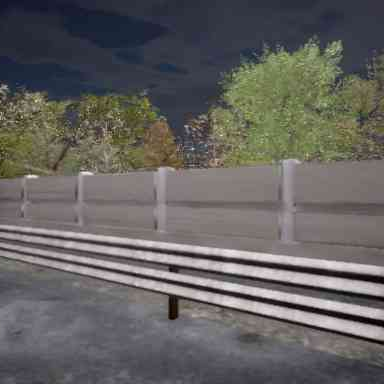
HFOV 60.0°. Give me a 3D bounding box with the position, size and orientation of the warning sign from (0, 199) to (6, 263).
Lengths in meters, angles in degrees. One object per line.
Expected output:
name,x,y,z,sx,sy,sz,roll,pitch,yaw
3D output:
warning sign,-6.345,1.154,9.673,1.060,1.860,1.300,-1,0,35
